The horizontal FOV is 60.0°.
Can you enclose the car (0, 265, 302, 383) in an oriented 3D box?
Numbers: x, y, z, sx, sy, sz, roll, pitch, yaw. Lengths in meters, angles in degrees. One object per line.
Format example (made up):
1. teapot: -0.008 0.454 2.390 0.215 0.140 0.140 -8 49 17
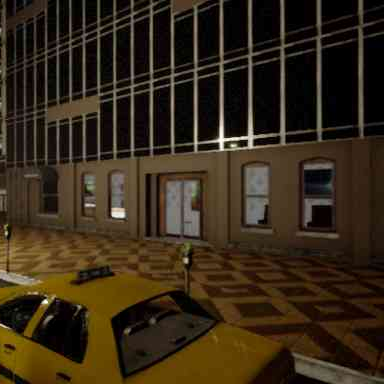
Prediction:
1. car: -1.297 1.520 3.805 4.829 1.417 1.752 0 0 36
